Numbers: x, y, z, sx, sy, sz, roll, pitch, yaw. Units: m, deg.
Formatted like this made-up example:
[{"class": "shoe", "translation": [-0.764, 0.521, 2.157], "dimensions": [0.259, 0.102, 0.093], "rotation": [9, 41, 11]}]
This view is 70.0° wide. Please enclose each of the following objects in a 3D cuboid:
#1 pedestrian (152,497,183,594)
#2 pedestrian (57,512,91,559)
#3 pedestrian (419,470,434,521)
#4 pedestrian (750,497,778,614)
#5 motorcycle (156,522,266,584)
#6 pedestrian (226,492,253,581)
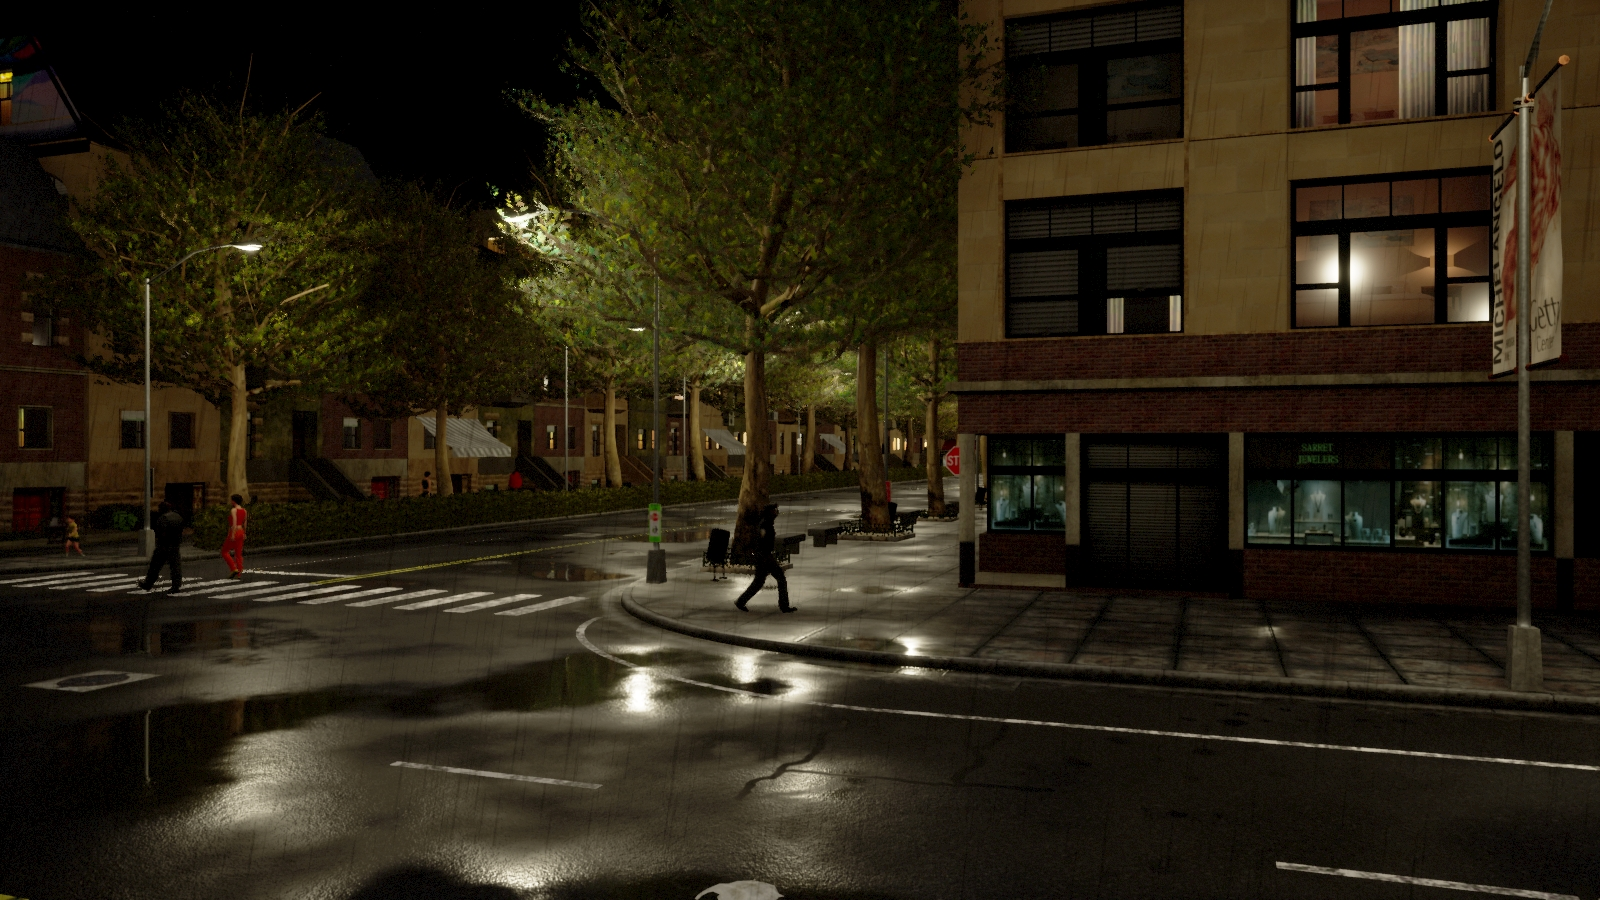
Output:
[{"class": "pedestrian", "translation": [-12.296, 1.849, 22.209], "dimensions": [0.375, 1.860, 0.375], "rotation": [0, 0, 19]}, {"class": "pedestrian", "translation": [-17.627, 2.076, 27.732], "dimensions": [0.500, 1.100, 0.500], "rotation": [0, 0, 24]}, {"class": "pedestrian", "translation": [-13.902, 1.696, 42.523], "dimensions": [0.375, 1.860, 0.375], "rotation": [0, 0, 20]}, {"class": "pedestrian", "translation": [-0.575, 1.699, 18.513], "dimensions": [0.375, 1.860, 0.375], "rotation": [0, 0, 12]}, {"class": "motorcycle", "translation": [-12.814, 2.212, 24.927], "dimensions": [0.803, 1.145, 2.033], "rotation": [-1, 0, 27]}, {"class": "pedestrian", "translation": [-12.017, 1.849, 24.499], "dimensions": [0.375, 1.860, 0.375], "rotation": [0, 0, 17]}]
